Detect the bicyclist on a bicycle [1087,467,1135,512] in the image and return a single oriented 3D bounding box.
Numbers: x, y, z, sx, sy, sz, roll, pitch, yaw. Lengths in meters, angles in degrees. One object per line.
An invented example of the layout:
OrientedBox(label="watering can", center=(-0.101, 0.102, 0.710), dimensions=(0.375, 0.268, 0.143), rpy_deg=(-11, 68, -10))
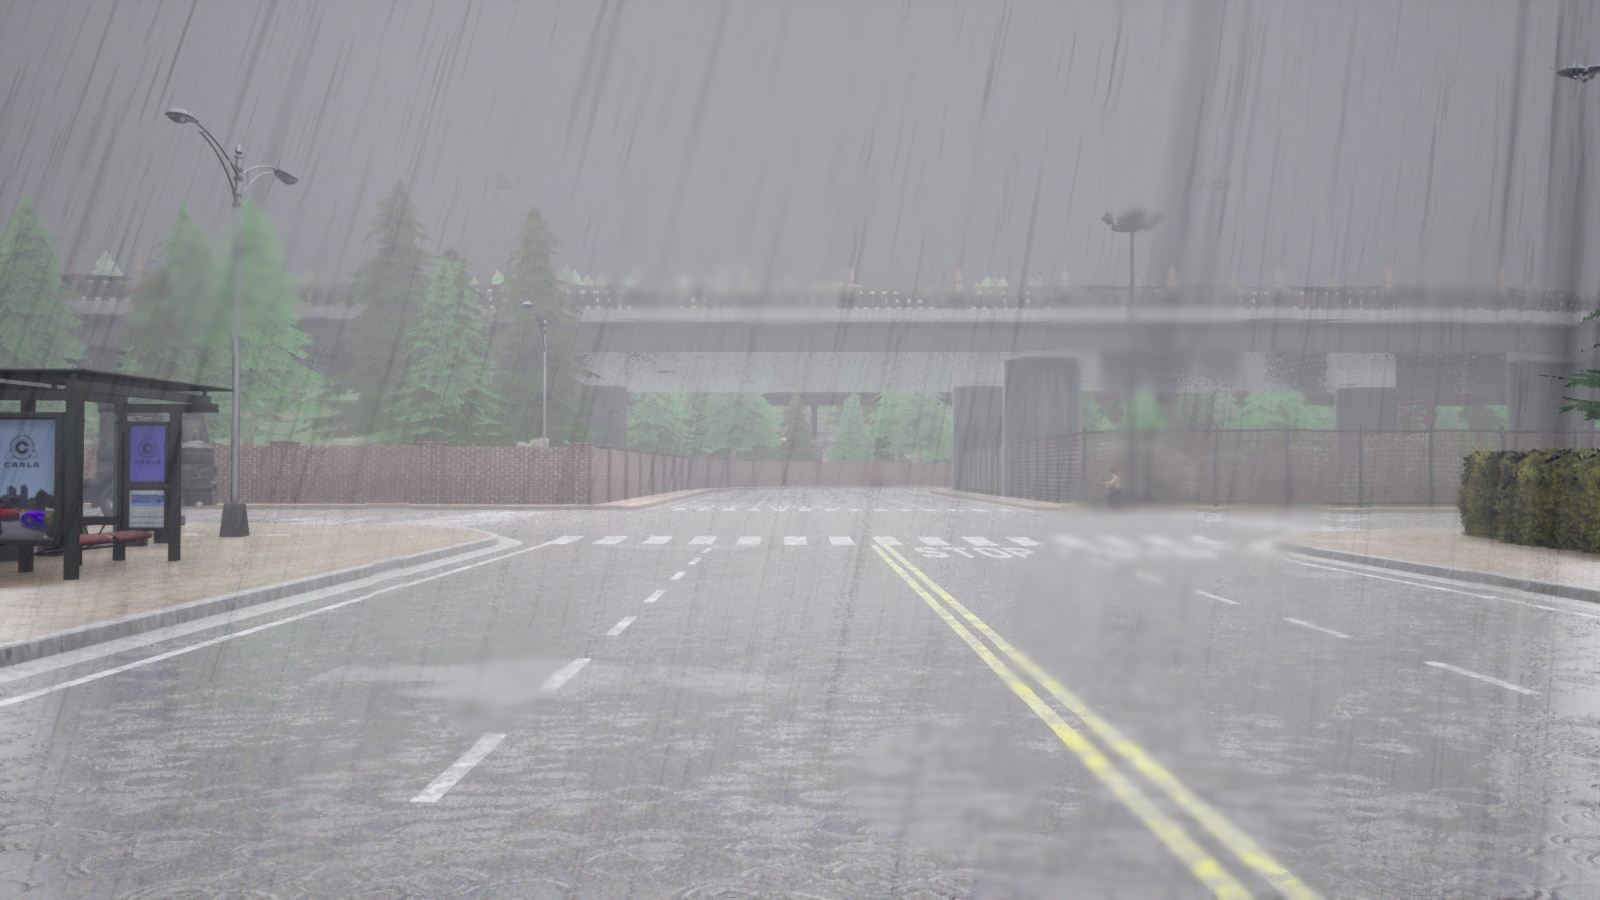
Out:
OrientedBox(label="bicyclist on a bicycle", center=(11.279, 1.448, 45.588), dimensions=(1.509, 1.612, 0.866), rpy_deg=(-2, -4, 27))

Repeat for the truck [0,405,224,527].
OrientedBox(label="truck", center=(-21.731, 0.489, 37.287), dimensions=(7.936, 3.462, 2.891), rpy_deg=(0, -1, -1))
